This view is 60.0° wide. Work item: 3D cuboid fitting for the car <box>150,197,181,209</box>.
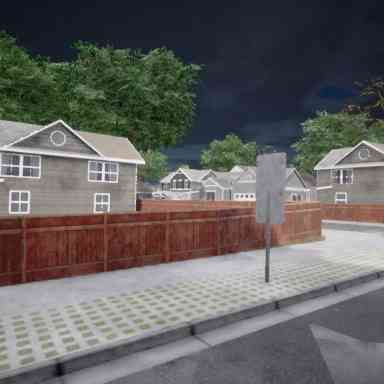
[{"bbox_3d":[-2.969,1.595,37.384,2.150,2.045,5.566,3,-2,-37],"label":"car"}]
